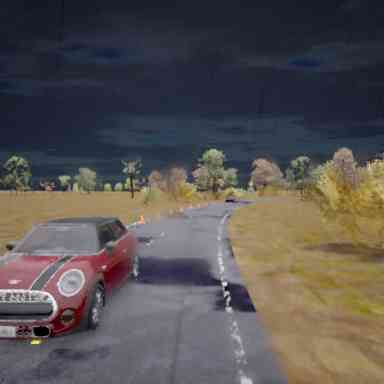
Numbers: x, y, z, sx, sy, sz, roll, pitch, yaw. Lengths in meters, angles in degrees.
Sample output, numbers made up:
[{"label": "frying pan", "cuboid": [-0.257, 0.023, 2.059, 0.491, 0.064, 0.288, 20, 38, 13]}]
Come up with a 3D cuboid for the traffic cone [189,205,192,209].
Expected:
[{"label": "traffic cone", "cuboid": [-0.164, 1.891, 43.875, 0.340, 0.580, 0.340, 0, 0, 13]}]

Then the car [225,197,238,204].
[{"label": "car", "cuboid": [7.463, 1.509, 62.762, 1.895, 1.301, 4.718, 0, 0, 16]}]

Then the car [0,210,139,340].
[{"label": "car", "cuboid": [-2.503, 1.346, 6.874, 2.097, 1.767, 4.553, 0, 0, 3]}]
